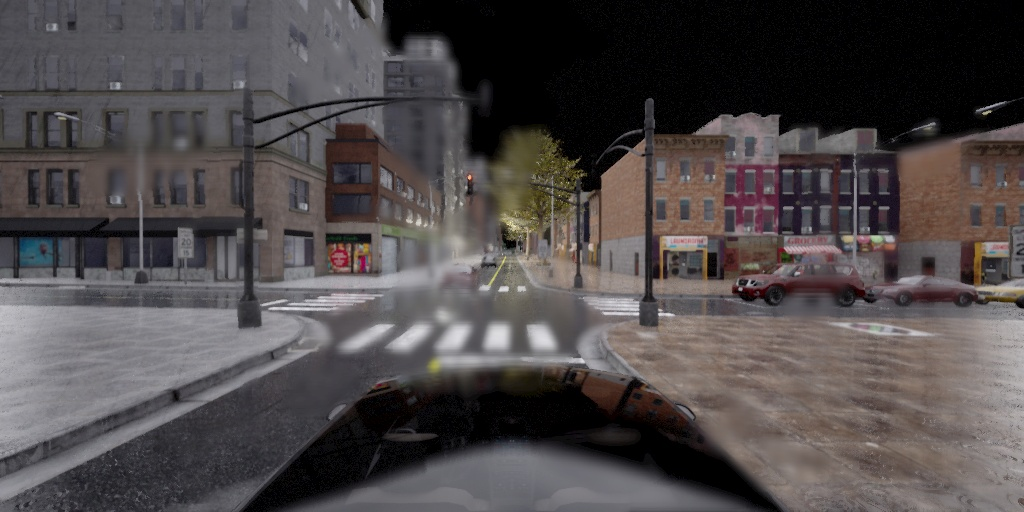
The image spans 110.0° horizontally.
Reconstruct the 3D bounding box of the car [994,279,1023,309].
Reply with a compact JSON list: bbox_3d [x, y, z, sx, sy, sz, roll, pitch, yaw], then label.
[{"bbox_3d":[23.301,1.562,15.999,4.829,1.417,1.751,0,0,0],"label":"car"}]

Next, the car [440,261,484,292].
[{"bbox_3d":[-2.794,1.205,20.142,1.812,1.442,4.674,0,1,0],"label":"car"}]

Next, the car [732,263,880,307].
[{"bbox_3d":[12.666,1.198,15.955,5.009,1.841,2.192,0,0,0],"label":"car"}]

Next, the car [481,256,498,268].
[{"bbox_3d":[-2.861,0.713,45.497,1.882,1.535,5.008,0,2,0],"label":"car"}]

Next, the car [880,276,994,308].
[{"bbox_3d":[18.068,1.542,15.977,4.207,1.307,1.802,0,0,0],"label":"car"}]
